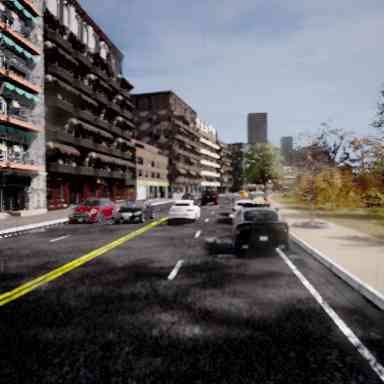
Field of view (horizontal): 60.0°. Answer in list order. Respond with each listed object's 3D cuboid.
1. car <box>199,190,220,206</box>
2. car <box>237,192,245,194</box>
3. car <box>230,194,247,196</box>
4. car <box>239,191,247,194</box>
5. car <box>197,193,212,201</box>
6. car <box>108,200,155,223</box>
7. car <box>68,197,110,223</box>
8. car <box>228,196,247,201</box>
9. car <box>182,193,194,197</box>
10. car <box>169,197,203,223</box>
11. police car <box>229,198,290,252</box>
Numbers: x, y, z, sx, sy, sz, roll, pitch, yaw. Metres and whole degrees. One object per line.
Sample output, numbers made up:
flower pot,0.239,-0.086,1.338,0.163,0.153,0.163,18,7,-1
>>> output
car,2.546,0.760,45.666,2.150,2.045,5.566,-1,0,10
car,6.526,1.032,49.984,1.895,1.301,4.718,-1,0,11
car,4.271,1.176,28.867,1.812,1.442,4.674,-1,1,7
car,10.668,0.540,70.596,1.882,1.535,5.008,-1,0,13
car,2.399,0.964,63.117,2.033,1.411,5.357,-1,0,12
car,-3.920,1.342,23.748,2.128,1.511,4.902,-1,0,7
car,-7.134,1.257,24.239,2.097,1.767,4.553,-1,1,7
car,3.572,1.243,22.992,1.812,1.442,4.674,-1,1,6
car,-0.787,0.975,63.760,1.837,1.490,4.892,-1,1,12
car,-0.491,1.313,23.620,1.812,1.442,4.674,-1,1,6
police car,2.551,1.252,13.210,1.930,1.638,5.238,-1,1,6
